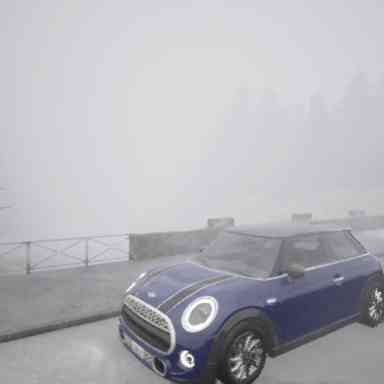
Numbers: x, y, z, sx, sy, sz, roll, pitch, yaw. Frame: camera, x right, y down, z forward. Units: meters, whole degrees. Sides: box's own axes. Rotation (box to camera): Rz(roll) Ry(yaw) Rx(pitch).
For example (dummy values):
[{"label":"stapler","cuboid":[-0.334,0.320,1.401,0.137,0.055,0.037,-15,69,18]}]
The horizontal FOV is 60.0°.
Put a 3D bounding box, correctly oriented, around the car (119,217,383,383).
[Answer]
[{"label":"car","cuboid":[1.157,1.360,5.431,4.553,1.767,2.097,0,0,-35]}]
